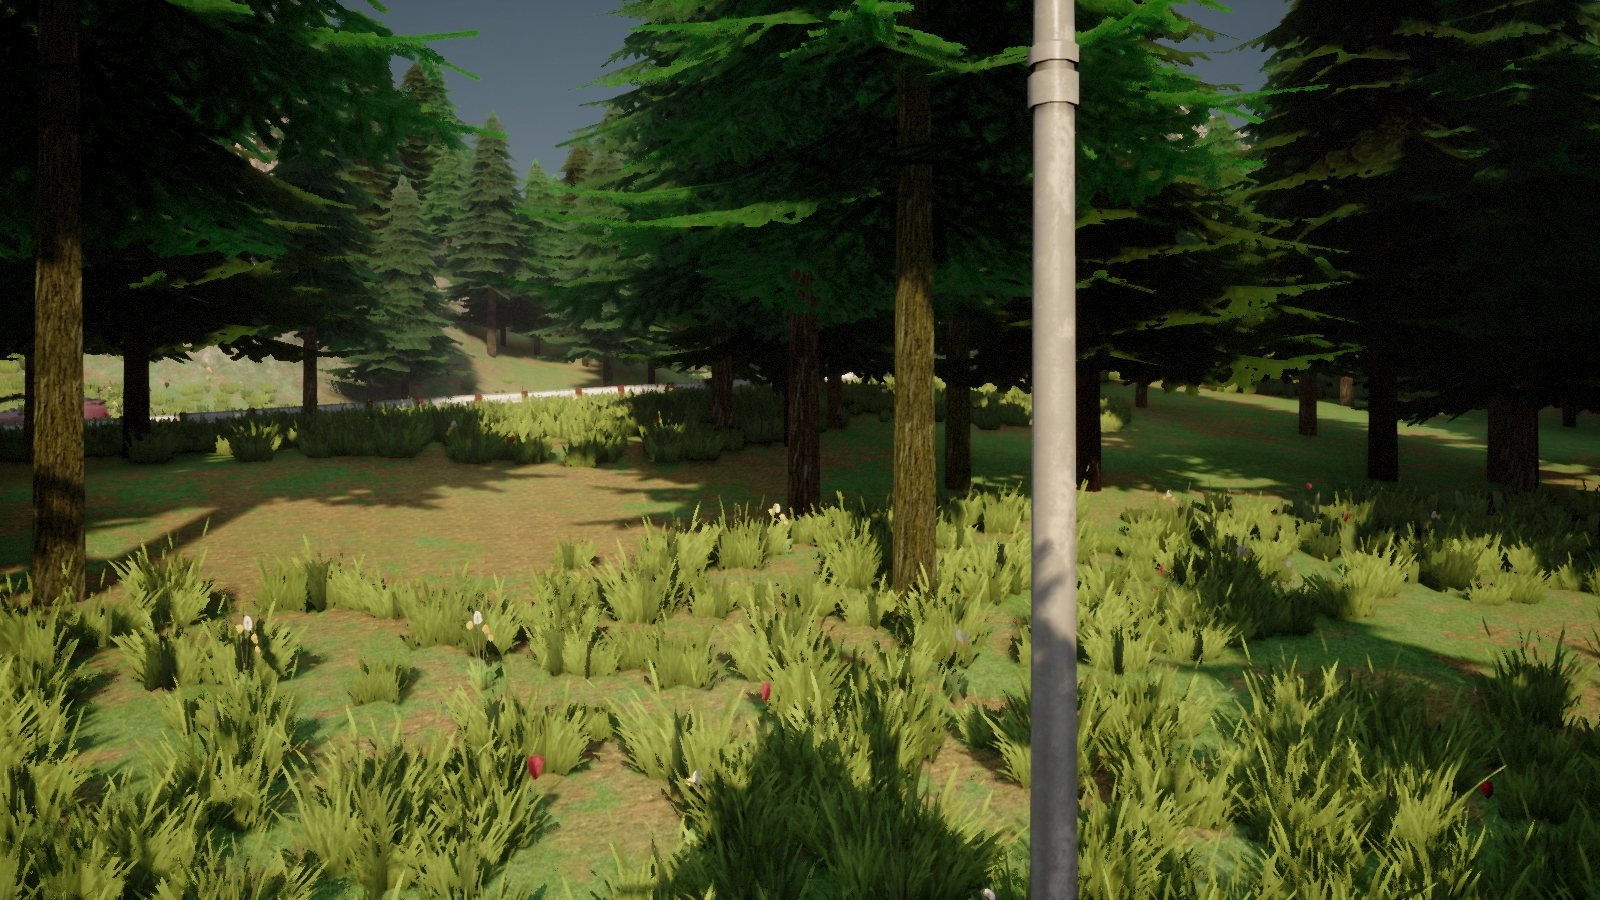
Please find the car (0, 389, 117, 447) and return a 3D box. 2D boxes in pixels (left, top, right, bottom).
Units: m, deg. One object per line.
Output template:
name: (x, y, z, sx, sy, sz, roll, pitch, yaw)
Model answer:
car: (-23.258, -0.920, 34.327, 4.514, 1.525, 2.007, -5, 3, -33)
